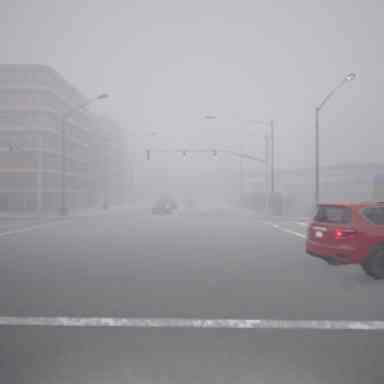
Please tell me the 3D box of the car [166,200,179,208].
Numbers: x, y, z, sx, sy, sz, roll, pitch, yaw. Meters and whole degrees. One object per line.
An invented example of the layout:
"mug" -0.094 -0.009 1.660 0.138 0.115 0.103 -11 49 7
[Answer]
"car" -3.496 2.103 59.667 1.994 1.385 4.181 0 -1 0

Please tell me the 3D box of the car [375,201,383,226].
"car" 16.158 1.571 24.134 4.553 1.767 2.097 0 -1 0

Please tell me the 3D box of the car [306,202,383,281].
"car" 6.252 1.308 10.061 5.566 2.045 2.150 0 -2 -12

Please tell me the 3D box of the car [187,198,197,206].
"car" 0.004 2.064 68.473 2.128 1.511 4.902 0 -1 0

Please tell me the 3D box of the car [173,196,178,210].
"car" -3.547 1.672 49.804 2.150 2.045 5.566 0 -1 0

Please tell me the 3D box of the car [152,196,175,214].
"car" -3.588 1.716 40.210 2.097 1.767 4.553 0 -1 0
